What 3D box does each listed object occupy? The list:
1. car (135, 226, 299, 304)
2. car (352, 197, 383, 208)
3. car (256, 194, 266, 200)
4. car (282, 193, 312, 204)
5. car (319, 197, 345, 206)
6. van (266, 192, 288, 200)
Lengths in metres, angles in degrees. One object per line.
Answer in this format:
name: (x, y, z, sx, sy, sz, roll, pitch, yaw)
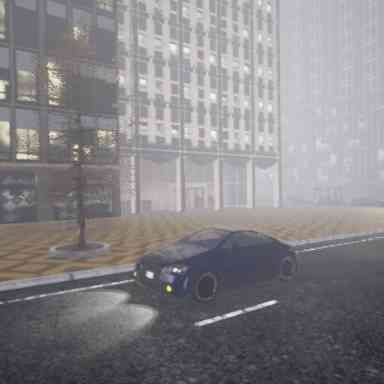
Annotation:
car: (0.720, 1.570, 8.236, 4.181, 1.385, 1.994, 0, 0, -36)
car: (24.023, 1.408, 45.164, 1.947, 1.339, 4.313, -1, 1, -35)
car: (14.735, 1.063, 73.336, 1.802, 1.307, 4.206, -1, 1, -35)
car: (17.578, 1.322, 54.530, 1.947, 1.339, 4.313, -1, 1, -35)
car: (20.784, 1.381, 49.837, 1.802, 1.307, 4.206, -1, 1, -35)
van: (17.987, 0.866, 68.673, 1.690, 1.788, 3.998, -1, 1, -35)
